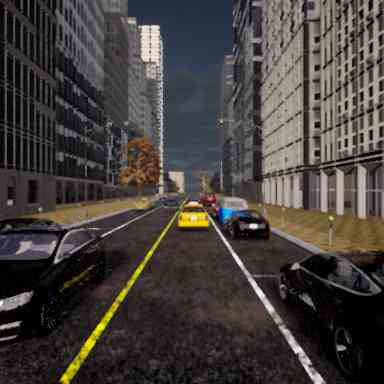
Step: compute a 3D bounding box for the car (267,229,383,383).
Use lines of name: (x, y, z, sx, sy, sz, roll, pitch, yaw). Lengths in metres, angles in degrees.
car: (2.690, 1.554, 5.243, 1.947, 1.339, 4.313, 0, 0, 0)

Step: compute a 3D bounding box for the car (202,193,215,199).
car: (2.682, 1.170, 50.780, 2.192, 1.841, 5.009, 0, 0, 0)

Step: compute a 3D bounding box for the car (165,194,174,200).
car: (-5.708, 1.312, 84.943, 1.802, 1.307, 4.206, 0, 0, 0)

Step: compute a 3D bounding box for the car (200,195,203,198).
car: (0.088, 1.446, 42.282, 1.994, 1.385, 4.181, 0, 0, 0)

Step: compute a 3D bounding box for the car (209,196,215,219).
car: (2.686, 1.368, 28.012, 1.967, 1.590, 4.097, 0, 0, 0)

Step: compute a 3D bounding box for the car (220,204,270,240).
car: (2.688, 1.525, 16.628, 1.947, 1.339, 4.313, 0, 0, 0)

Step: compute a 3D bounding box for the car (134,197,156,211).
car: (-5.698, 1.419, 39.235, 1.752, 1.417, 4.829, 0, 0, 0)

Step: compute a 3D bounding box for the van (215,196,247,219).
van: (2.687, 1.285, 22.321, 1.690, 1.788, 3.998, 0, 0, 0)

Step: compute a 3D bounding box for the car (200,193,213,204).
car: (2.679, 1.131, 62.165, 2.192, 1.841, 5.009, 0, 0, 0)

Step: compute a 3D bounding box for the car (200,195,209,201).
car: (2.675, 1.298, 73.719, 1.752, 1.417, 4.829, 0, 0, 0)

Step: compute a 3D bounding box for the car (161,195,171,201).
car: (-5.706, 1.340, 73.560, 1.947, 1.339, 4.313, 0, 0, 0)

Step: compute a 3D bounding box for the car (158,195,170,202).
car: (-5.704, 1.346, 67.868, 2.008, 1.369, 4.403, 0, 0, 0)

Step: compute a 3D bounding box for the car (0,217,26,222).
car: (-5.692, 1.540, 10.942, 1.947, 1.339, 4.313, 0, 0, 0)

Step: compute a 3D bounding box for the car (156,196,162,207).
car: (-5.699, 1.425, 45.099, 2.008, 1.369, 4.403, 0, 0, 0)

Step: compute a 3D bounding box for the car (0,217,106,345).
car: (-3.103, 1.476, 6.671, 2.128, 1.511, 4.902, 0, 0, 0)

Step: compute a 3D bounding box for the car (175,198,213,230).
car: (0.096, 1.405, 20.531, 1.801, 1.575, 5.366, 0, 0, 0)

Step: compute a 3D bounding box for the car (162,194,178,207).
car: (-3.089, 1.425, 49.262, 1.994, 1.385, 4.181, 0, 0, 0)
